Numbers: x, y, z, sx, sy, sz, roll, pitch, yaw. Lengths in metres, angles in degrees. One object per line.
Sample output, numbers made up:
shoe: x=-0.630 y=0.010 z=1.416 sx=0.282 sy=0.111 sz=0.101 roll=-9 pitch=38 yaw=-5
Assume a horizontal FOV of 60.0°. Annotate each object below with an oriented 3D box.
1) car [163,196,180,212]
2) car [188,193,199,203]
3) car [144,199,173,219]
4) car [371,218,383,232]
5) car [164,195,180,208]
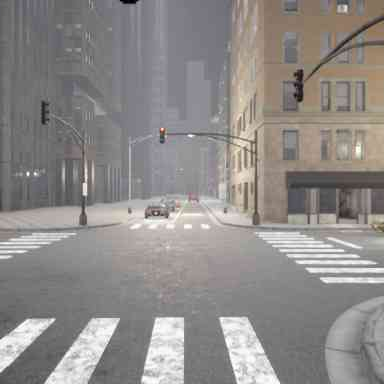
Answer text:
car: x=-2.943 y=1.499 z=39.282 sx=2.128 sy=1.511 sz=4.902 roll=0 pitch=0 yaw=0
car: x=0.344 y=1.191 z=70.258 sx=2.150 sy=2.045 sz=5.566 roll=0 pitch=0 yaw=0
car: x=-2.986 y=1.569 z=29.428 sx=1.994 sy=1.385 sz=4.181 roll=0 pitch=0 yaw=0
car: x=12.181 y=1.516 z=17.735 sx=4.829 sy=1.417 sz=1.752 roll=0 pitch=0 yaw=-1
car: x=-2.900 y=1.360 z=49.181 sx=2.097 sy=1.767 sz=4.553 roll=0 pitch=0 yaw=0
